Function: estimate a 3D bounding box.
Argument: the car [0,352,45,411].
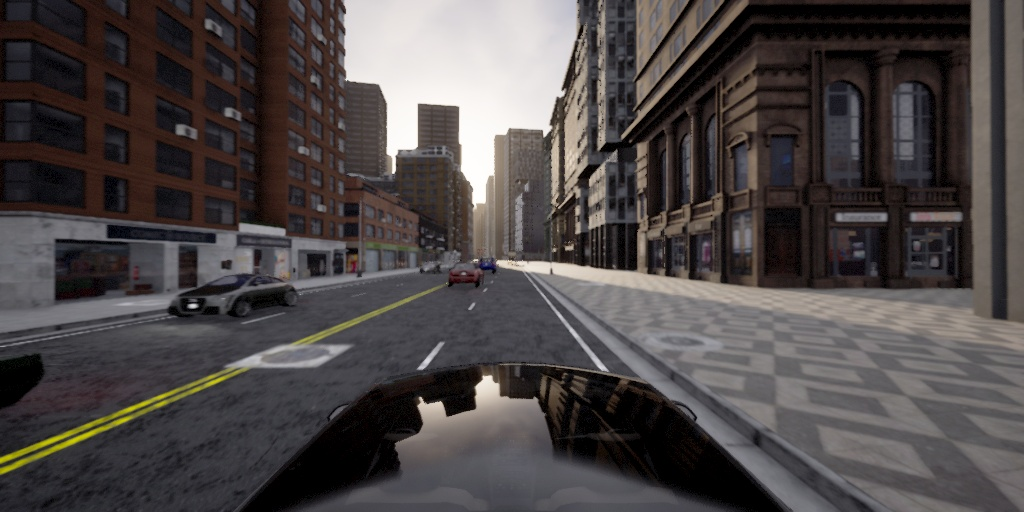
[{"bbox_3d":[-6.591,1.353,2.046,1.895,1.301,4.718,0,0,0],"label":"car"}]

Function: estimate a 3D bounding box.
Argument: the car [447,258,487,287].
[{"bbox_3d":[-3.147,1.194,25.495,2.097,1.767,4.553,0,0,0],"label":"car"}]

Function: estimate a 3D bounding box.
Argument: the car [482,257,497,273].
[{"bbox_3d":[-3.147,1.156,47.019,2.150,2.045,5.566,0,0,0],"label":"car"}]

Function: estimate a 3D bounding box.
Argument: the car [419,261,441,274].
[{"bbox_3d":[-9.824,1.411,43.425,2.128,1.511,4.902,0,0,0],"label":"car"}]

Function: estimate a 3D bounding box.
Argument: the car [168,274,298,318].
[{"bbox_3d":[-9.806,1.358,13.031,1.994,1.385,4.181,0,0,1],"label":"car"}]

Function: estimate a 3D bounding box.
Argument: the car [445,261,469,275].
[{"bbox_3d":[-6.575,1.411,43.458,2.128,1.511,4.902,0,0,0],"label":"car"}]
